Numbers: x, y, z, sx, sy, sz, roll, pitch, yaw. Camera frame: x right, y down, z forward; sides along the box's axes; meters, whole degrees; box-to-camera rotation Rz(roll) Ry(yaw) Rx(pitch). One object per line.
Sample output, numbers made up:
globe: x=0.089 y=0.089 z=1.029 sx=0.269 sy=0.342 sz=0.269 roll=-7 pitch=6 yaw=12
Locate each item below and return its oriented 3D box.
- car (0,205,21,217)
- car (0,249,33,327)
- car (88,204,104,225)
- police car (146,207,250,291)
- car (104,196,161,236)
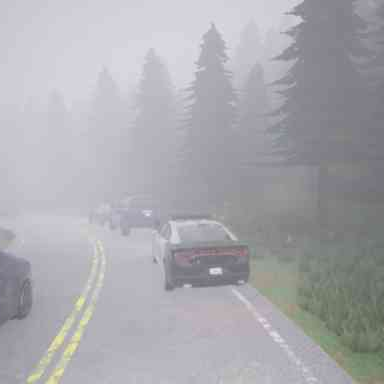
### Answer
car: x=-22.994 y=2.303 z=41.102 sx=4.718 sy=1.301 sz=1.895 roll=-2 pitch=2 yaw=43
car: x=-3.737 y=1.560 z=4.641 sx=1.812 sy=1.442 sz=4.674 roll=0 pitch=0 yaw=-8
car: x=-6.369 y=1.615 z=24.874 sx=1.812 sy=1.442 sz=4.674 roll=-3 pitch=1 yaw=-32
police car: x=-0.039 y=1.422 z=9.335 sx=1.930 sy=1.638 sz=5.238 roll=-1 pitch=0 yaw=-12
car: x=-3.350 y=1.257 z=19.306 sx=2.150 sy=2.045 sz=5.566 roll=-2 pitch=0 yaw=-25
